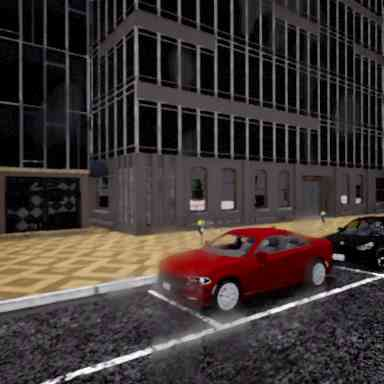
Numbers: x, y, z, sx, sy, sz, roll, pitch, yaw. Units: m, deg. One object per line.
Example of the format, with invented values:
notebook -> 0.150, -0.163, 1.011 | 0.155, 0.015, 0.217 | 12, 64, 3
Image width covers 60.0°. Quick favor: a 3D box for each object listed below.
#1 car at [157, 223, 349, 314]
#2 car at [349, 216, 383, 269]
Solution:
car -> 1.360, 1.504, 7.529 | 4.507, 1.381, 1.887 | -1, 0, -36
car -> 5.994, 1.481, 10.837 | 4.313, 1.339, 1.947 | -1, 0, -36
